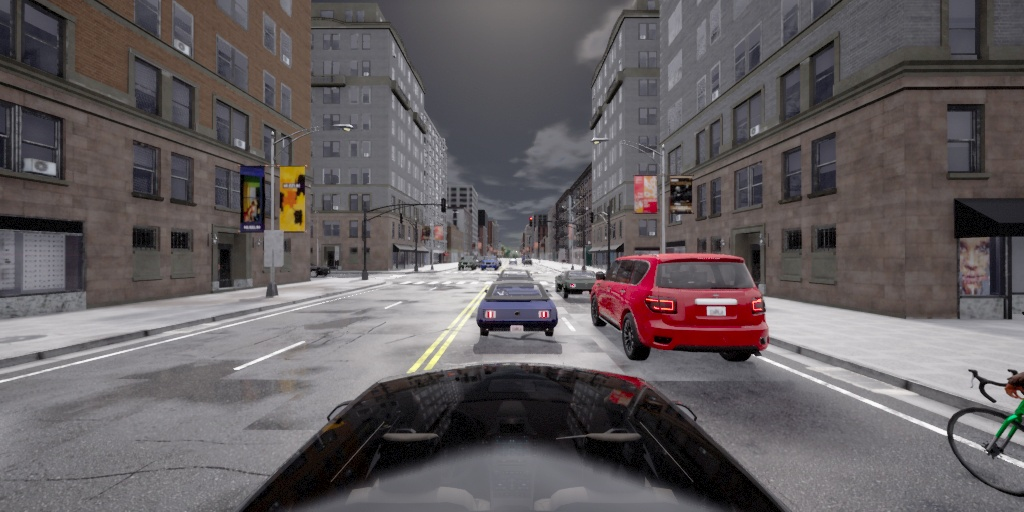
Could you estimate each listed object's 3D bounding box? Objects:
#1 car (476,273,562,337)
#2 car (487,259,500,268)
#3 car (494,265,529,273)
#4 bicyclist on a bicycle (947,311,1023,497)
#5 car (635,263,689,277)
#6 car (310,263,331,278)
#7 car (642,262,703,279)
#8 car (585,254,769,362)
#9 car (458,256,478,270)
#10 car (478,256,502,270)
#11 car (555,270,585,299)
[{"bbox_3d":[0.127,1.352,10.329,1.895,1.301,4.718,0,0,0],"label":"car"},{"bbox_3d":[-3.121,1.294,61.251,1.812,1.442,4.674,0,0,1],"label":"car"},{"bbox_3d":[0.157,1.354,19.434,1.895,1.301,4.718,0,0,0],"label":"car"},{"bbox_3d":[4.148,1.203,2.602,0.582,1.620,1.656,0,0,0],"label":"bicyclist on a bicycle"},{"bbox_3d":[15.177,1.409,36.461,4.718,1.301,1.895,0,0,0],"label":"car"},{"bbox_3d":[-19.755,1.211,33.770,5.008,1.535,1.882,0,0,1],"label":"car"},{"bbox_3d":[14.904,1.301,33.514,4.892,1.490,1.837,0,0,1],"label":"car"},{"bbox_3d":[3.345,0.972,8.405,2.150,2.045,5.566,0,0,2],"label":"car"},{"bbox_3d":[-6.420,0.987,52.032,2.150,2.045,5.566,0,0,0],"label":"car"},{"bbox_3d":[-3.145,0.987,51.734,2.150,2.045,5.566,0,0,2],"label":"car"},{"bbox_3d":[3.303,1.354,18.173,1.895,1.301,4.718,0,0,0],"label":"car"}]
